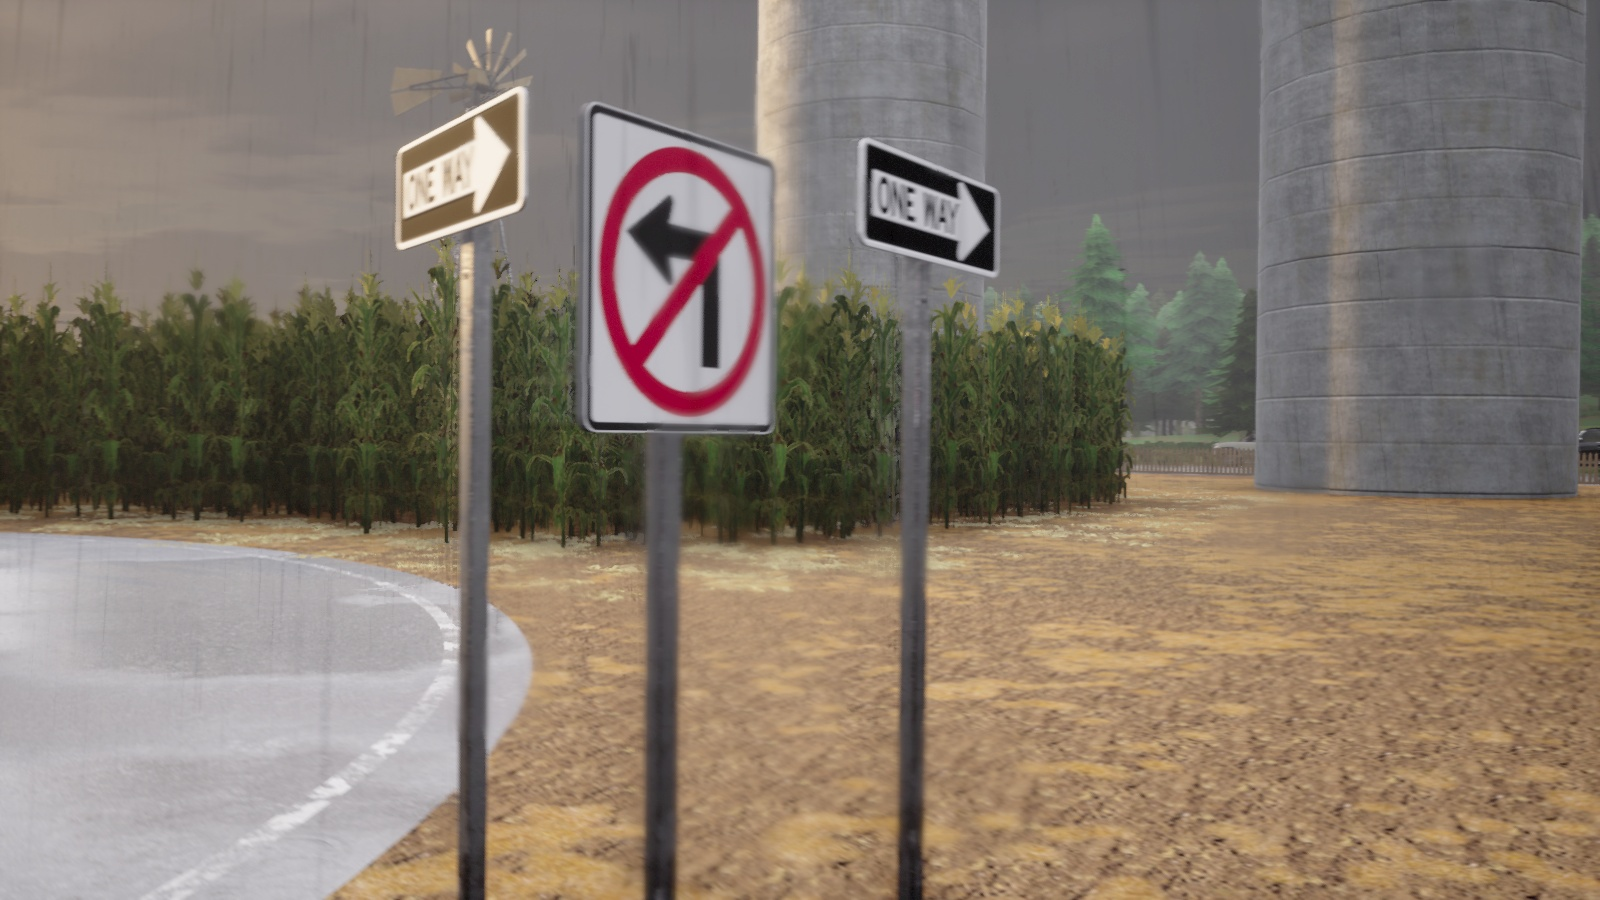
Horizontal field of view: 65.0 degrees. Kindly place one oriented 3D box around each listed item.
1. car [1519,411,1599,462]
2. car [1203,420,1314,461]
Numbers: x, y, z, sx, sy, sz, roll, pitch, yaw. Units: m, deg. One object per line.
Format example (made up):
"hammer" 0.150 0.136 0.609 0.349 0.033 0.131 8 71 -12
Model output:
"car" 32.924 -0.554 51.777 5.566 2.045 2.150 0 1 34
"car" 21.653 -0.458 59.389 4.605 1.855 1.932 0 1 34
